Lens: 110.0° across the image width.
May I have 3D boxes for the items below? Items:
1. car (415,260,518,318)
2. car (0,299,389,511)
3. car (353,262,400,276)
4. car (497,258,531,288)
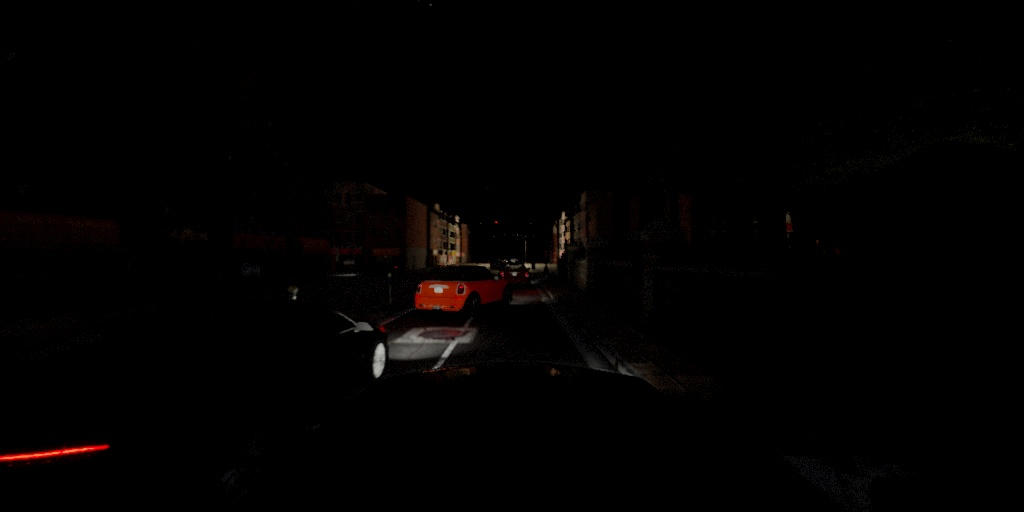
[{"bbox_3d":[-1.631,1.143,13.651,2.097,1.767,4.553,0,0,21],"label":"car"},{"bbox_3d":[-3.011,1.261,4.234,1.837,1.490,4.892,0,0,0],"label":"car"},{"bbox_3d":[-14.934,1.401,39.490,4.892,1.490,1.837,0,0,1],"label":"car"},{"bbox_3d":[0.183,1.186,24.644,2.097,1.767,4.553,0,0,1],"label":"car"}]
